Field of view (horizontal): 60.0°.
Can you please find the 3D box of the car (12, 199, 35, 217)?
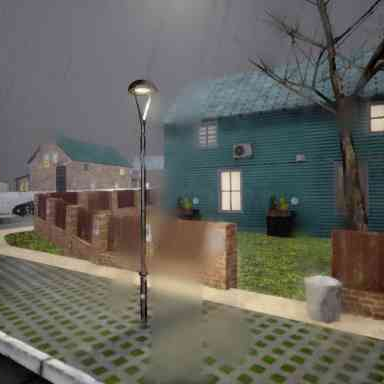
[{"bbox_3d":[-10.746,1.017,24.195,1.994,1.385,4.181,-1,1,29],"label":"car"}]
